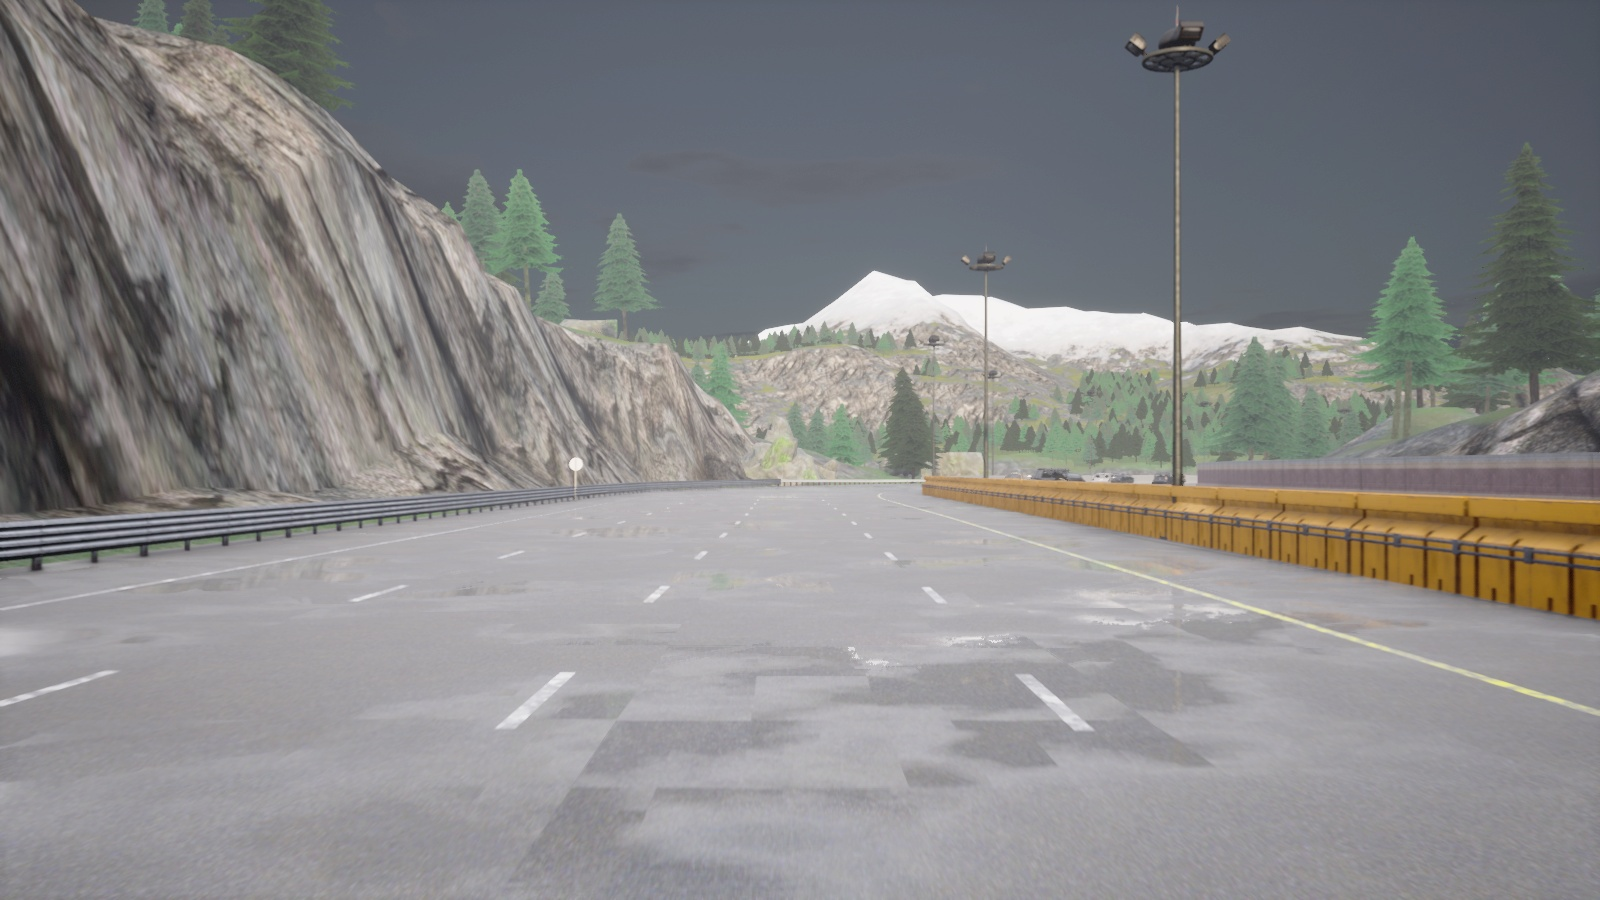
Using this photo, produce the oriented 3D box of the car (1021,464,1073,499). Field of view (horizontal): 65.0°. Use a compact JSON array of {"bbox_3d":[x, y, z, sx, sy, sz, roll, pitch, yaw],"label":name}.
[{"bbox_3d":[13.504,1.731,68.920,1.932,1.855,4.605,0,-1,-1],"label":"car"}]
